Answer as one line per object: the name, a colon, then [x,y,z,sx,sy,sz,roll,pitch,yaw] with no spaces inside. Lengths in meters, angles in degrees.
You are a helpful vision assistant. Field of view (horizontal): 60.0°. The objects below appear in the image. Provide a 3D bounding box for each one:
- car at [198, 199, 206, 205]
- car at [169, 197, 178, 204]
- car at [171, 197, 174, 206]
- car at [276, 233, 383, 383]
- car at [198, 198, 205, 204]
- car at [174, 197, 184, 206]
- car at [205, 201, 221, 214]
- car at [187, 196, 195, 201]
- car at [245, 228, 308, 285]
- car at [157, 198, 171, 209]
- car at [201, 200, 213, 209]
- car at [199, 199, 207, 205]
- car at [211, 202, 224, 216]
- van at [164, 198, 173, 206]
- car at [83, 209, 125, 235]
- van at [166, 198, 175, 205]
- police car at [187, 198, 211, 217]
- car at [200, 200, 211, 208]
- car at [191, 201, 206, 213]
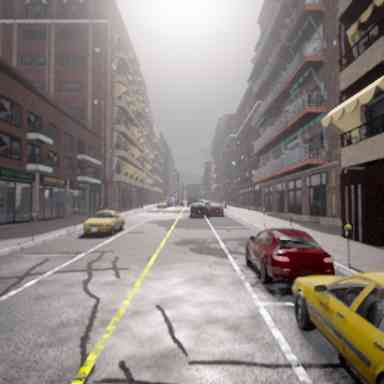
car: [2.638,2.560,86.881,1.887,1.381,4.507,1,-1,0]
car: [-5.234,2.410,92.481,2.192,1.841,5.009,1,-1,0]
car: [-5.249,2.037,64.832,2.192,1.841,5.009,2,-1,0]
car: [2.589,1.566,4.102,1.752,1.417,4.829,2,-1,0]
car: [2.651,2.534,92.414,1.967,1.590,4.097,1,-1,0]
car: [-2.706,2.298,71.068,1.837,1.490,4.892,0,-1,0]
car: [2.612,1.977,42.811,1.752,1.417,4.829,1,-1,0]
car: [0.045,1.948,72.354,2.150,2.045,5.566,0,-1,0]
car: [2.590,1.675,9.461,1.802,1.307,4.206,1,-1,0]
car: [-5.259,2.176,59.128,1.752,1.417,4.829,2,-1,0]
car: [2.621,2.196,59.230,1.887,1.381,4.507,1,-1,0]
car: [2.635,2.484,81.352,1.887,1.381,4.507,1,-1,0]
car: [2.608,1.931,37.109,1.887,1.381,4.507,1,-1,0]
van: [-5.243,2.206,75.889,1.690,1.788,3.998,2,-1,0]
car: [-5.281,1.729,20.423,1.752,1.417,4.829,2,-1,0]
van: [-5.241,2.281,81.421,1.690,1.788,3.998,1,-1,0]
police car: [0.736,1.797,35.888,1.930,1.638,5.238,0,-1,0]
car: [2.624,2.272,64.761,2.008,1.369,4.403,1,-1,0]
car: [0.853,1.992,45.780,1.837,1.490,4.892,0,-1,0]
